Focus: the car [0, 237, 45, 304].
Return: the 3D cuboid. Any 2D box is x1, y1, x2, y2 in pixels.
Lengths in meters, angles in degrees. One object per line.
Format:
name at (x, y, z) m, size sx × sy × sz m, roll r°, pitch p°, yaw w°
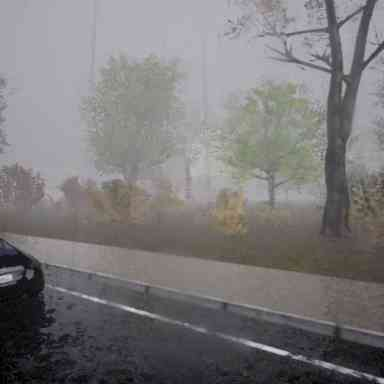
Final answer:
car at (-5.124, 1.586, 7.326) m, size 4.181 × 1.385 × 1.994 m, roll 0°, pitch 0°, yaw 35°
